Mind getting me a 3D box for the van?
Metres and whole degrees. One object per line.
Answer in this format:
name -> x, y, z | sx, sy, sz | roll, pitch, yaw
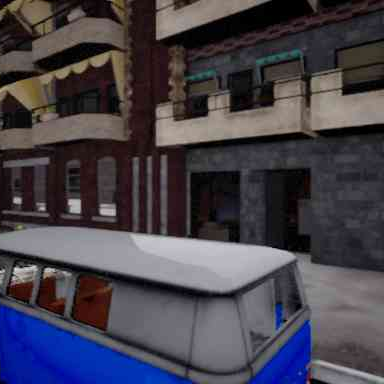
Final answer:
van -> -0.840, 1.339, 3.464 | 3.998, 1.788, 1.690 | 0, 0, 35
